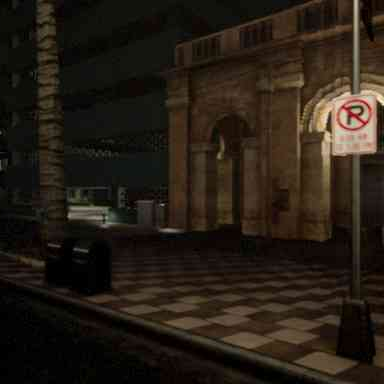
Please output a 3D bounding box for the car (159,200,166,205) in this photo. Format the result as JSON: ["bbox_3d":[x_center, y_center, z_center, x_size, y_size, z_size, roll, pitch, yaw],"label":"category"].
[{"bbox_3d":[-0.496,1.008,26.102,5.566,2.045,2.435,0,0,36],"label":"car"}]
